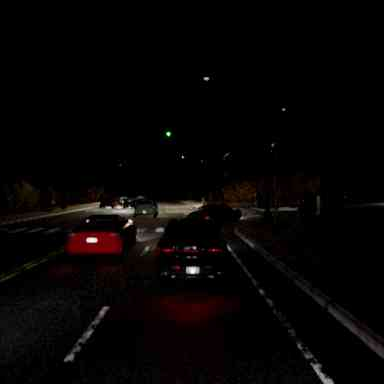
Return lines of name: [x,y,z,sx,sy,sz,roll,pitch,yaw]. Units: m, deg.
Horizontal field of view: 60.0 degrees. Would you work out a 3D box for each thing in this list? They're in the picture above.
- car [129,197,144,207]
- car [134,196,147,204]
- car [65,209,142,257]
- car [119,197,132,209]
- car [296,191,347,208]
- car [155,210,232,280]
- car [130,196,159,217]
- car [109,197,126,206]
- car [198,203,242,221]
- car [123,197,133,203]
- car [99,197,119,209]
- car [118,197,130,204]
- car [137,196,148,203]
car: [-9.081,1.615,54.800,1.994,1.385,4.181,0,0,-5]
car: [-9.963,1.569,64.781,2.128,1.511,4.902,0,0,-6]
car: [-3.335,1.560,12.948,1.994,1.385,4.181,0,0,-1]
car: [-8.380,1.520,45.940,2.128,1.511,4.902,0,0,-4]
car: [12.373,0.701,31.854,4.674,1.442,1.812,-3,0,-2]
car: [-0.024,1.502,9.888,1.837,1.490,4.892,0,0,-1]
car: [-3.912,1.372,28.793,1.812,1.442,4.674,-1,0,-3]
car: [-12.413,1.545,55.729,2.128,1.511,4.902,0,0,-5]
car: [1.609,1.475,22.339,2.033,1.411,5.357,-1,3,28]
car: [-14.484,1.713,75.720,1.895,1.301,4.718,0,0,-7]
car: [-11.691,1.557,46.634,1.812,1.442,4.674,0,0,-4]
car: [-13.303,1.644,65.464,1.994,1.385,4.181,0,0,-6]
car: [-11.115,1.638,74.931,2.128,1.511,4.902,0,0,-7]
